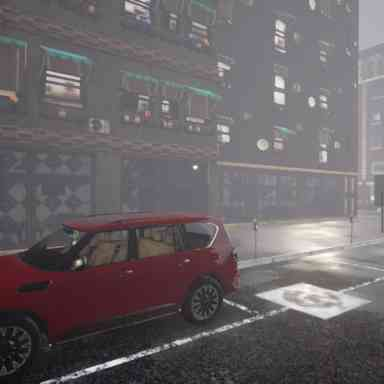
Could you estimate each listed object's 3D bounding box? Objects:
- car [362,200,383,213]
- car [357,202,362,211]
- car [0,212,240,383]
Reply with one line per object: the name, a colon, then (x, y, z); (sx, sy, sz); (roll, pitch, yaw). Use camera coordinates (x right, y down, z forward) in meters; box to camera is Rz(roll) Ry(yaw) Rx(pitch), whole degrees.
car: (20.081, 1.537, 37.346); (1.887, 1.381, 4.507); (1, 0, -36)
car: (13.284, 1.214, 32.450); (2.192, 1.841, 5.009); (1, 0, -36)
car: (-1.414, 1.316, 5.549); (5.009, 1.841, 2.192); (0, 1, -36)
